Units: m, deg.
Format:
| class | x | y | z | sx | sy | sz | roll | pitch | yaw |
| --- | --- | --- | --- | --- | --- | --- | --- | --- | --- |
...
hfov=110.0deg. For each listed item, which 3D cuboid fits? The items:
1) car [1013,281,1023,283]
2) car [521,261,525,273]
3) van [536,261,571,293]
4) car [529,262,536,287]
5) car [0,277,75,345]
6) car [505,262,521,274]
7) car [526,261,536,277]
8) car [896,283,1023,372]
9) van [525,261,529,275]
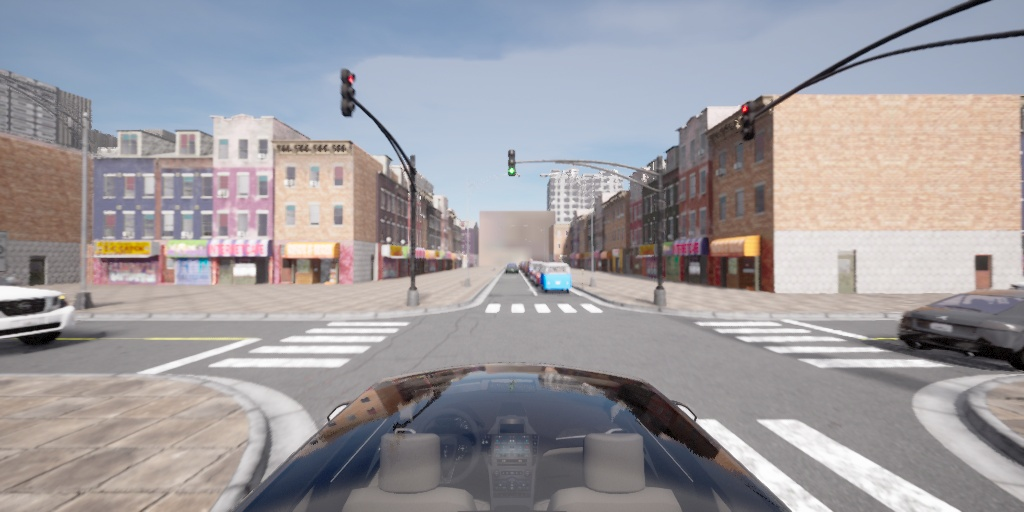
| class | x | y | z | sx | sy | sz | roll | pitch | yaw |
| --- | --- | --- | --- | --- | --- | --- | --- | --- | --- |
| car | 18.099 | 1.056 | 10.434 | 5.566 | 2.045 | 2.150 | 0 | 0 | 0 |
| car | 2.634 | 1.546 | 44.288 | 2.192 | 1.841 | 5.009 | 0 | 0 | 0 |
| van | 2.636 | 1.319 | 22.391 | 1.690 | 1.789 | 3.998 | 0 | 0 | 0 |
| car | 2.636 | 1.480 | 27.866 | 1.967 | 1.591 | 4.097 | 0 | 0 | 0 |
| car | -13.007 | 1.064 | 7.634 | 5.566 | 2.045 | 2.150 | 0 | 0 | 0 |
| car | -0.004 | 1.894 | 52.434 | 1.994 | 1.385 | 4.181 | 0 | -1 | 0 |
| car | 2.635 | 1.543 | 33.341 | 1.967 | 1.591 | 4.097 | 0 | 0 | 0 |
| car | 10.482 | 1.378 | 7.213 | 4.181 | 1.385 | 1.994 | 0 | -1 | -3 |
| van | 2.635 | 1.508 | 38.816 | 1.690 | 1.789 | 3.998 | 0 | 0 | 0 |
